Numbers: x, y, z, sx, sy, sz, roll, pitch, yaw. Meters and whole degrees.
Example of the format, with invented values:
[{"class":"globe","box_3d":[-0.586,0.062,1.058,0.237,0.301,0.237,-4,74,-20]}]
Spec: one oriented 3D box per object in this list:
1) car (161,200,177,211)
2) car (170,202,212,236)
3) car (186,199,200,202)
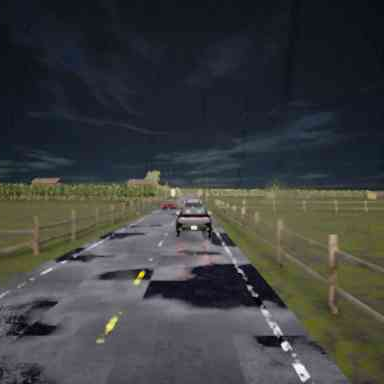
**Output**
[{"class":"car","box_3d":[-2.753,1.639,41.791,1.895,1.301,4.718,0,0,0]},{"class":"car","box_3d":[0.100,1.512,18.485,2.128,1.511,4.902,0,0,0]},{"class":"car","box_3d":[0.099,1.514,38.738,1.882,1.535,5.008,0,0,0]}]
